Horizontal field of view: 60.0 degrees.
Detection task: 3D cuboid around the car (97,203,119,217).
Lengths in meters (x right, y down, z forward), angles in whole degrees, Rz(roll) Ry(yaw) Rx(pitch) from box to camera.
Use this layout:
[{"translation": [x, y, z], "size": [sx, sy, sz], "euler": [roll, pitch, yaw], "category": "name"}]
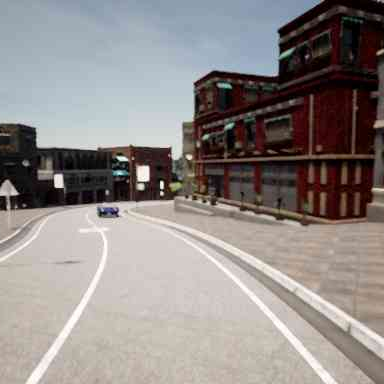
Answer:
[{"translation": [-8.379, 1.725, 32.950], "size": [1.895, 1.301, 4.718], "euler": [-2, 0, -18], "category": "car"}]
